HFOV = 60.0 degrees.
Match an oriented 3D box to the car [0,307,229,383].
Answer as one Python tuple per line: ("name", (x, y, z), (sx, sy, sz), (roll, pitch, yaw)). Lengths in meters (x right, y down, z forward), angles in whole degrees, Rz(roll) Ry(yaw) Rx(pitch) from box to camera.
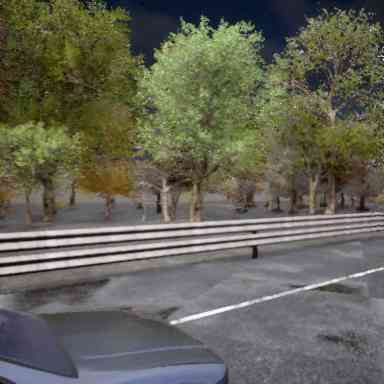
("car", (-2.195, 1.542, 2.184), (5.357, 1.411, 2.033), (1, 0, -35))
